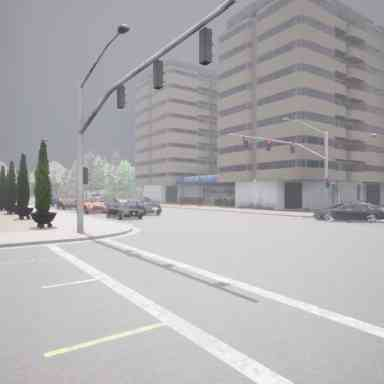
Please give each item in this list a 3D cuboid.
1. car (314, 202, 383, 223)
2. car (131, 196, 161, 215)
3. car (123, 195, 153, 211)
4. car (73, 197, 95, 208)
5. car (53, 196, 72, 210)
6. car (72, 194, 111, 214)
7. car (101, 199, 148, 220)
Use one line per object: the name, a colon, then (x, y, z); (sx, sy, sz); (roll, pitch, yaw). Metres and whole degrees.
car: (11.847, 1.506, 25.219); (4.892, 1.490, 1.837); (0, 3, 14)
car: (-4.811, 1.492, 32.993); (2.128, 1.511, 4.902); (0, 0, -35)
car: (-6.978, 1.352, 42.598); (2.097, 1.767, 4.553); (0, 0, -35)
car: (-15.943, 1.505, 49.045); (1.837, 1.490, 4.892); (0, 0, -34)
car: (-16.384, 1.526, 43.536); (1.812, 1.442, 4.674); (0, 0, -35)
car: (-10.744, 1.352, 35.403); (2.097, 1.767, 4.553); (0, 0, -35)
car: (-5.788, 1.564, 28.270); (1.994, 1.385, 4.181); (0, 0, -35)
